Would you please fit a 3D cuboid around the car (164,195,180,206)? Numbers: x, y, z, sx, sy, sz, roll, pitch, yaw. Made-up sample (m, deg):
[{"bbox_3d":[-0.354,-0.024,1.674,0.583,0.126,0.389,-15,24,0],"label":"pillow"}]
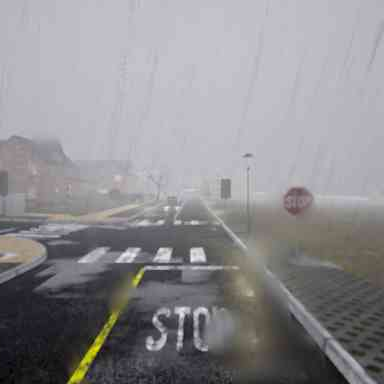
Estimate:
[{"bbox_3d":[-2.754,1.274,46.577,1.837,1.490,4.892,0,2,0],"label":"car"}]
